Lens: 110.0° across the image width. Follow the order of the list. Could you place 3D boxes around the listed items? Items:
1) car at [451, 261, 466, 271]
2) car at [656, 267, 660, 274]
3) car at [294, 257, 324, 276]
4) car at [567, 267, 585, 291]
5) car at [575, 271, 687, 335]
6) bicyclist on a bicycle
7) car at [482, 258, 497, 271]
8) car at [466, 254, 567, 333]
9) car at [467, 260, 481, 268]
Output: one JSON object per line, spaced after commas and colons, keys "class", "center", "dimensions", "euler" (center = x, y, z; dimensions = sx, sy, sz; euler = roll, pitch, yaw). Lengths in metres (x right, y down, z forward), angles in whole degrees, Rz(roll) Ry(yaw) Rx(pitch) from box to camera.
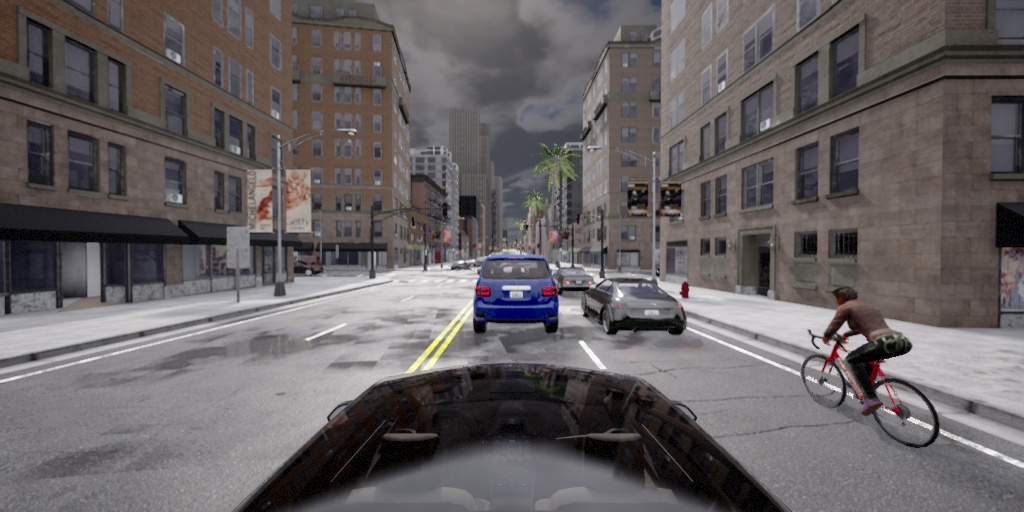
{"class": "car", "center": [-6.960, 1.330, 48.706], "dimensions": [1.994, 1.385, 4.181], "euler": [0, 0, 4]}
{"class": "car", "center": [16.152, 1.531, 34.675], "dimensions": [4.313, 1.339, 1.948], "euler": [0, 0, 0]}
{"class": "car", "center": [-20.924, 1.141, 34.722], "dimensions": [4.892, 1.490, 1.837], "euler": [1, 1, -9]}
{"class": "car", "center": [3.220, 1.305, 19.769], "dimensions": [2.033, 1.411, 5.357], "euler": [0, 0, 0]}
{"class": "car", "center": [3.319, 1.317, 10.536], "dimensions": [1.994, 1.385, 4.181], "euler": [0, 0, 0]}
{"class": "bicyclist on a bicycle", "center": [4.139, 1.204, 4.295], "dimensions": [0.582, 1.620, 1.656], "euler": [0, 0, 0]}
{"class": "car", "center": [-3.161, 1.123, 50.066], "dimensions": [2.097, 1.767, 4.553], "euler": [0, 0, -4]}
{"class": "car", "center": [0.087, 0.975, 10.869], "dimensions": [2.150, 2.045, 5.566], "euler": [0, 0, 0]}
{"class": "car", "center": [-6.666, 1.340, 63.060], "dimensions": [1.994, 1.385, 4.181], "euler": [0, 0, 0]}
